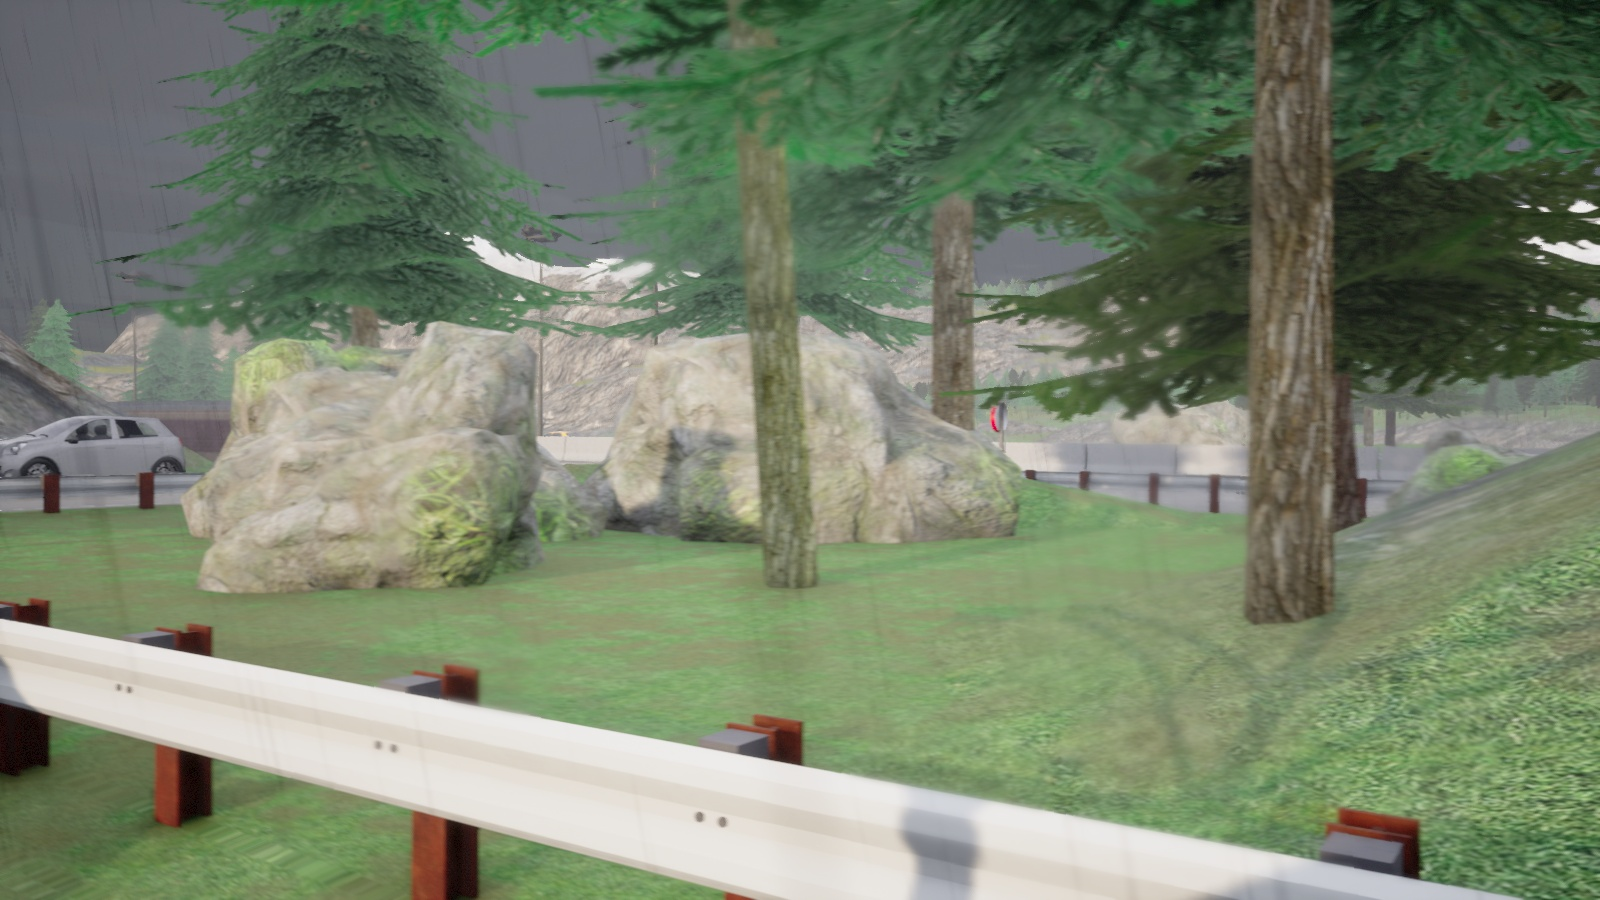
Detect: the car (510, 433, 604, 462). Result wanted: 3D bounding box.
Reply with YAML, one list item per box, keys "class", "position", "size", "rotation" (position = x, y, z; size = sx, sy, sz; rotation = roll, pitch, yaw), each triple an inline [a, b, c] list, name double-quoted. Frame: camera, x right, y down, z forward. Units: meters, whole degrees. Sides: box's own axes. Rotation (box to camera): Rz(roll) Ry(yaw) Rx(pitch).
- class: "car"
  position: [-13.527, -0.154, 69.697]
  size: [5.366, 1.575, 1.801]
  rotation: [0, 1, 33]

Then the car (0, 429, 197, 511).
- class: "car"
  position: [-14.352, 0.340, 25.160]
  size: [1.845, 1.501, 3.633]
  rotation: [0, 1, 33]
